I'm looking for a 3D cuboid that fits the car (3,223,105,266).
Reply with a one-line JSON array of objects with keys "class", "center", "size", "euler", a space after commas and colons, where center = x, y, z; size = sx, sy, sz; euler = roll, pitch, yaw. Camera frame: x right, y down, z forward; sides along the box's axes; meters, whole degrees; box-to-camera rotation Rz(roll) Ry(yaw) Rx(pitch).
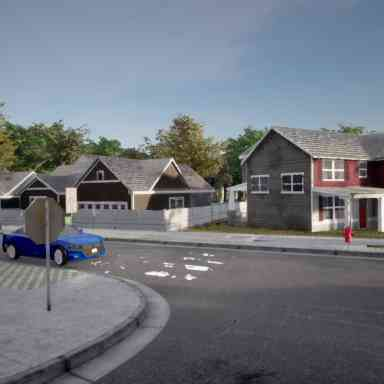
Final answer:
[{"class": "car", "center": [-5.843, 2.018, 13.947], "size": [5.008, 1.535, 1.882], "euler": [-2, 0, 32]}]
